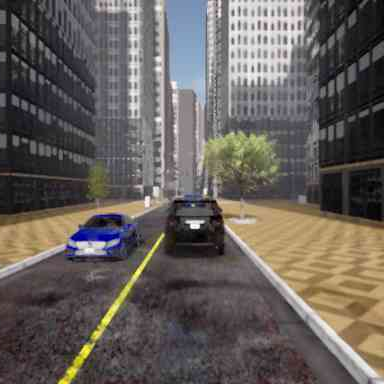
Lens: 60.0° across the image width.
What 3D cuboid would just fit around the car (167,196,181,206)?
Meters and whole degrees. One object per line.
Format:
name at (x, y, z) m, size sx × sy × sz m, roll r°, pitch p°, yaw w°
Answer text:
car at (-2.990, 1.537, 56.588) m, size 2.128 × 1.511 × 4.902 m, roll 0°, pitch 0°, yaw 0°

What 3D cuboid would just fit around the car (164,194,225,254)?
car at (0.101, 1.216, 13.615) m, size 2.150 × 2.045 × 5.566 m, roll 0°, pitch 0°, yaw 0°

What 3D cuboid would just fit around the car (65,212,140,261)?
car at (-3.097, 1.520, 12.384) m, size 1.812 × 1.442 × 4.674 m, roll 0°, pitch 0°, yaw 0°

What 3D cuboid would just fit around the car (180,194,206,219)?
car at (0.106, 1.215, 30.125) m, size 2.150 × 2.045 × 5.566 m, roll 0°, pitch 0°, yaw 0°
